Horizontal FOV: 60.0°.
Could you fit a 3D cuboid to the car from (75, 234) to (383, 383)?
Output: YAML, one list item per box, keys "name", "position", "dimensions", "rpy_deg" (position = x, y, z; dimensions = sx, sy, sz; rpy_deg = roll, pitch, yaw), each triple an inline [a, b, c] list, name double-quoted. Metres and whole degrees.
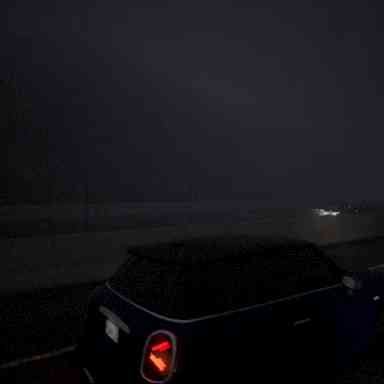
- name: "car"
  position: [0.958, 1.353, 4.430]
  dimensions: [4.553, 1.767, 2.097]
  rpy_deg: [0, 0, -36]
